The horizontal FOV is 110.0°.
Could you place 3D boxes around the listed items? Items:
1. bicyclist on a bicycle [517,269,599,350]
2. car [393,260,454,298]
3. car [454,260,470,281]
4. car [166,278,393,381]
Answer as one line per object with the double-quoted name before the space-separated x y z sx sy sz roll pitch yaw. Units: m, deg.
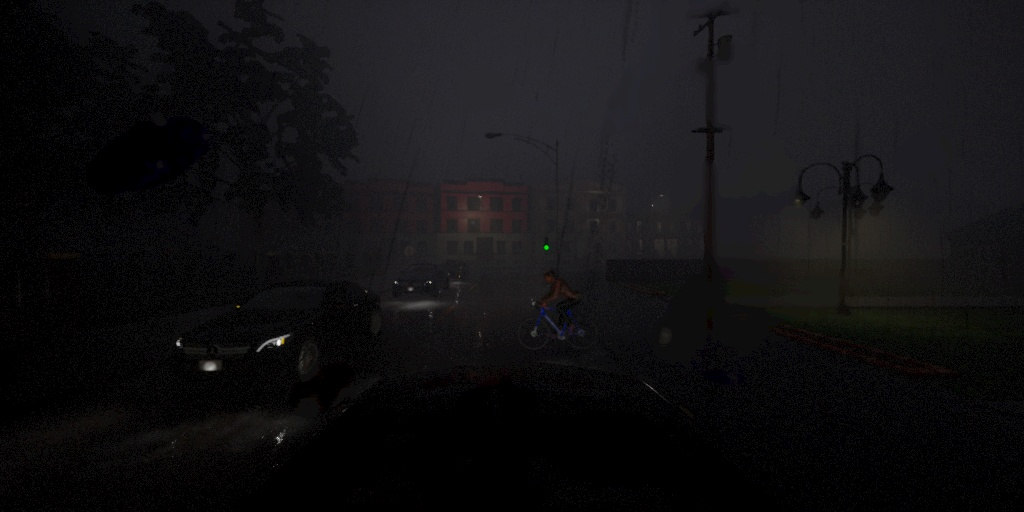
"bicyclist on a bicycle" 0.912 1.086 7.170 1.656 1.620 0.582 -1 1 0
"car" -4.154 1.055 17.005 1.812 1.442 4.674 0 1 0
"car" -4.127 0.973 25.141 1.994 1.385 4.181 0 1 0
"car" -4.118 1.201 7.203 1.812 1.442 4.674 0 1 0
